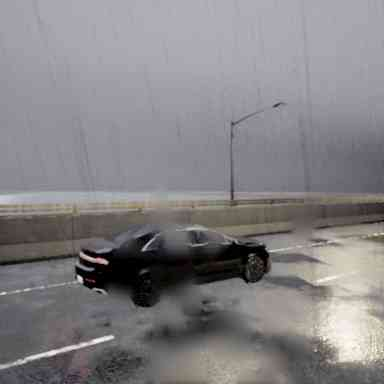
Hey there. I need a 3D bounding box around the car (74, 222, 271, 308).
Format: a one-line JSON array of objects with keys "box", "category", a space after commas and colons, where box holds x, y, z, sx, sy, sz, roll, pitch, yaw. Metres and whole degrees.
[{"box": [-0.206, 1.472, 7.886, 4.902, 1.511, 2.128, 0, 0, -35], "category": "car"}]
